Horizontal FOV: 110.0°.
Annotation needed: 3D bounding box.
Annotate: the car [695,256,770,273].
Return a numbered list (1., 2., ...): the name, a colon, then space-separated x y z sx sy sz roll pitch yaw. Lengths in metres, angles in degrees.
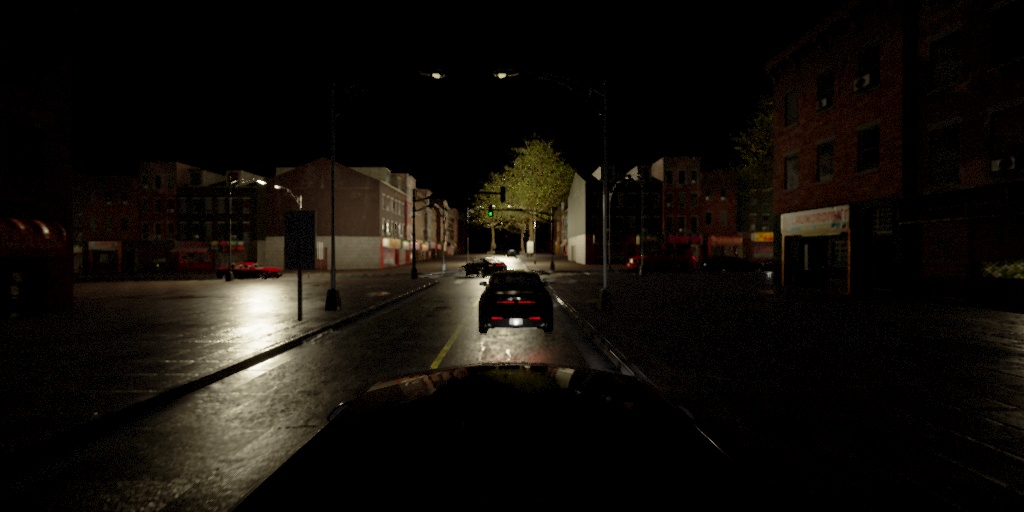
1. car: 17.205 0.669 28.125 4.313 1.339 1.948 0 0 0

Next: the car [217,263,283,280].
1. car: -20.376 1.210 27.980 4.507 1.381 1.888 0 0 0

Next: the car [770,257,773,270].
1. car: 23.630 0.522 30.881 4.674 1.442 1.812 -1 0 0

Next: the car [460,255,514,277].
1. car: -2.270 0.886 27.397 2.128 1.511 4.902 0 0 -33

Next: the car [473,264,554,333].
1. car: 0.089 1.154 10.330 1.837 1.490 4.892 0 1 0

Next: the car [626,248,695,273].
1. car: 12.777 0.375 30.841 5.566 2.045 2.150 -1 0 0
